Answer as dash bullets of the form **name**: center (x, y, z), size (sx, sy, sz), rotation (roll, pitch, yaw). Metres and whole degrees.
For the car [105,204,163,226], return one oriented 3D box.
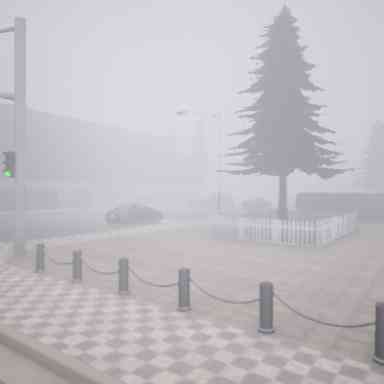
- **car**: center (-3.904, 1.483, 22.830), size (1.994, 1.385, 4.181), rotation (0, 0, 36)

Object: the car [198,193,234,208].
- **car**: center (3.616, 1.108, 45.417), size (2.150, 2.045, 5.566), rotation (0, 0, 36)

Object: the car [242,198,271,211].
- **car**: center (7.633, 1.396, 38.973), size (1.882, 1.535, 5.008), rotation (0, 0, 36)

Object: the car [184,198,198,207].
- **car**: center (1.008, 1.469, 47.783), size (1.895, 1.301, 4.718), rotation (0, 0, 36)
